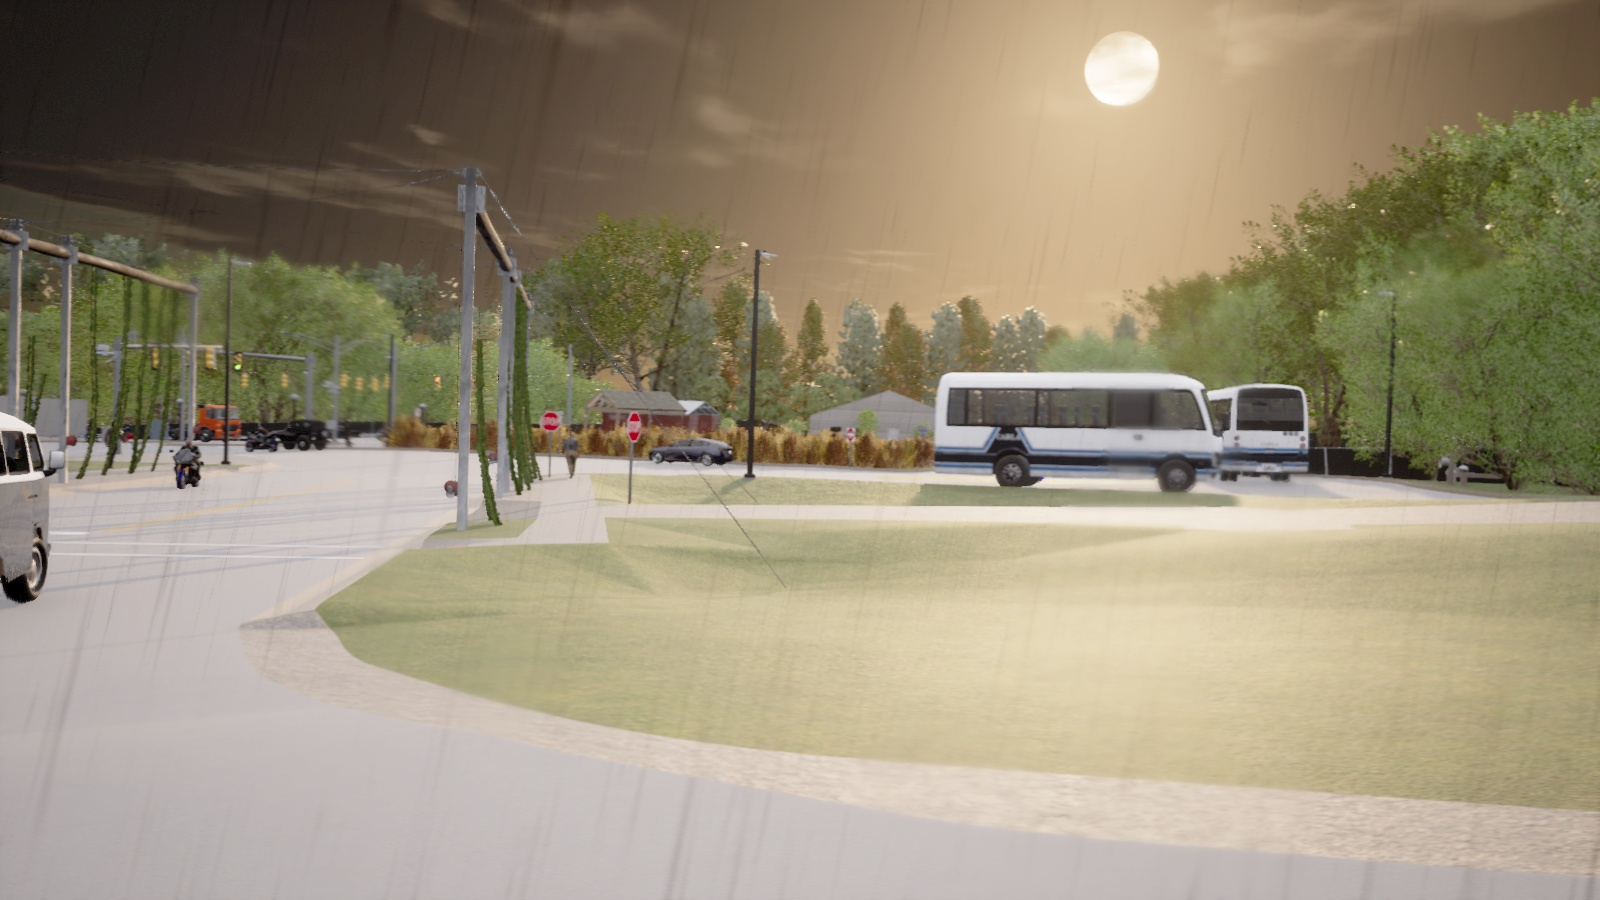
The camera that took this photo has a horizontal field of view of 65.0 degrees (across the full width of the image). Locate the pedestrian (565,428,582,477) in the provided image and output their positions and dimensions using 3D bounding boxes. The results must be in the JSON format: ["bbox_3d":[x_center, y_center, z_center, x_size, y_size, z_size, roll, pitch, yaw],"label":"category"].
[{"bbox_3d":[-8.736,0.096,48.424,0.540,1.848,0.694,2,2,-10],"label":"pedestrian"}]

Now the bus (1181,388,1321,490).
[{"bbox_3d":[20.712,-0.560,58.497,3.944,4.253,10.273,1,1,7],"label":"bus"}]

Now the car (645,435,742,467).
[{"bbox_3d":[-5.850,0.042,69.051,4.792,1.488,2.163,3,2,20],"label":"car"}]

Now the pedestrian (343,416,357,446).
[{"bbox_3d":[-29.048,-1.231,81.143,0.692,1.930,0.395,3,2,7],"label":"pedestrian"}]

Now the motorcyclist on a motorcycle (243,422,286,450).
[{"bbox_3d":[-30.724,-0.819,72.075,2.191,1.530,0.866,1,2,15],"label":"motorcyclist on a motorcycle"}]

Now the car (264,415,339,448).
[{"bbox_3d":[-30.060,-1.144,75.753,3.866,1.878,1.905,1,2,17],"label":"car"}]

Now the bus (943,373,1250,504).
[{"bbox_3d":[10.696,-0.544,45.299,10.273,4.253,3.944,2,2,20],"label":"bus"}]

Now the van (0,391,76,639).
[{"bbox_3d":[-8.304,0.492,11.780,2.069,2.038,4.480,2,0,-23],"label":"van"}]

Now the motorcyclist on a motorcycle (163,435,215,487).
[{"bbox_3d":[-18.802,0.324,38.692,0.866,1.530,2.191,2,0,-12],"label":"motorcyclist on a motorcycle"}]
